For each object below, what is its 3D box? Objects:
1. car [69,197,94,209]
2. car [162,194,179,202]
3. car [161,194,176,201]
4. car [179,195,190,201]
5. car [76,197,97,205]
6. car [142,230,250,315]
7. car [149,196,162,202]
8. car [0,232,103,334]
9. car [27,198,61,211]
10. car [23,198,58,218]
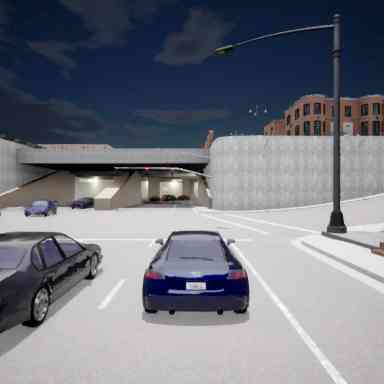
[{"bbox_3d":[-14.832,1.547,44.905,2.033,1.411,5.357,0,0,-2],"label":"car"},{"bbox_3d":[-4.773,1.355,75.163,2.097,1.767,4.553,0,0,6],"label":"car"},{"bbox_3d":[-5.952,1.355,84.921,2.097,1.767,4.553,0,0,24],"label":"car"},{"bbox_3d":[-2.146,1.524,84.959,1.812,1.442,4.674,0,0,28],"label":"car"},{"bbox_3d":[-18.656,1.547,58.935,2.033,1.411,5.357,0,0,-1],"label":"car"},{"bbox_3d":[0.075,1.564,7.653,1.994,1.385,4.181,0,0,0],"label":"car"},{"bbox_3d":[-8.292,1.540,74.870,2.033,1.411,5.357,0,0,6],"label":"car"},{"bbox_3d":[-3.426,1.547,6.955,2.033,1.411,5.357,0,0,0],"label":"car"},{"bbox_3d":[-18.228,1.491,41.231,2.128,1.511,4.902,0,0,-2],"label":"car"},{"bbox_3d":[-13.936,1.526,30.859,1.812,1.442,4.674,0,0,-8],"label":"car"}]
